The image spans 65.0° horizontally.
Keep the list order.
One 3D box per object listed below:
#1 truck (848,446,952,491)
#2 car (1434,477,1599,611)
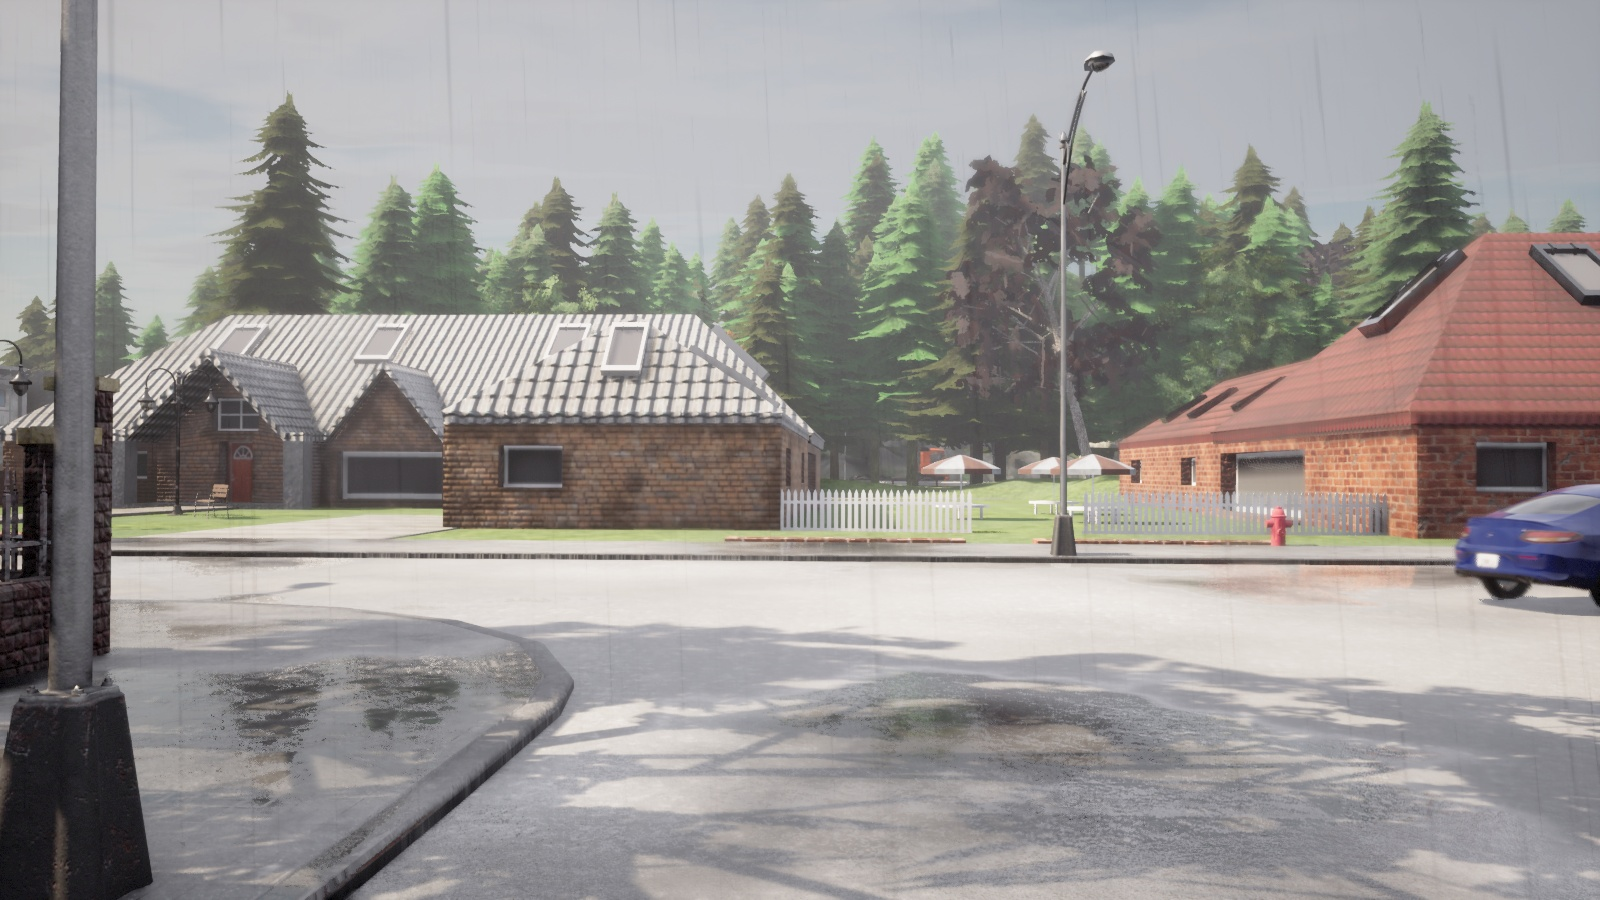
[{"bbox_3d":[7.683,1.437,97.643,7.936,3.462,2.891,0,-1,2],"label":"truck"},{"bbox_3d":[10.308,1.053,15.146,4.674,1.442,1.812,0,-1,-14],"label":"car"}]
